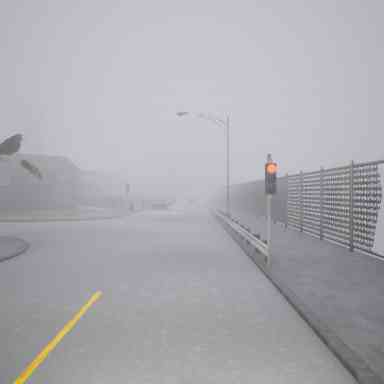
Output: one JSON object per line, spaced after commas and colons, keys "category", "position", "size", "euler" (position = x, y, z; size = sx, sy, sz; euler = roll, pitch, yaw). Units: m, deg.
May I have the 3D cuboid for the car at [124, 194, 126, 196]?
{"category": "car", "position": [-17.260, 1.134, 78.260], "size": [3.633, 1.501, 1.845], "euler": [0, 0, 0]}

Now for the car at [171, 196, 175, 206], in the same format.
{"category": "car", "position": [-4.079, 1.505, 52.542], "size": [1.837, 1.490, 4.892], "euler": [0, 0, 0]}

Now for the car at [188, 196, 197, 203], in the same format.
{"category": "car", "position": [0.120, 1.547, 68.045], "size": [2.033, 1.411, 5.357], "euler": [0, 0, -1]}

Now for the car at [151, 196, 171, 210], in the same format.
{"category": "car", "position": [-4.089, 1.478, 42.824], "size": [1.882, 1.535, 5.008], "euler": [0, 0, 0]}

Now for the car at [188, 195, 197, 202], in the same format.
{"category": "car", "position": [0.017, 1.540, 78.674], "size": [2.033, 1.411, 5.357], "euler": [0, 0, 0]}

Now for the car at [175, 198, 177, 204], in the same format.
{"category": "car", "position": [-4.023, 1.547, 65.481], "size": [2.033, 1.411, 5.357], "euler": [0, 0, 1]}
